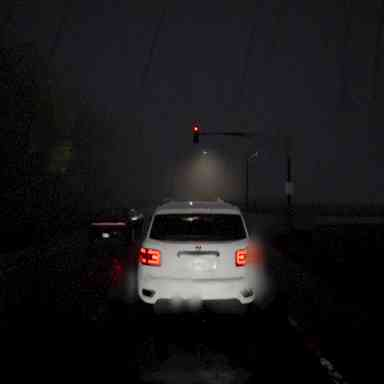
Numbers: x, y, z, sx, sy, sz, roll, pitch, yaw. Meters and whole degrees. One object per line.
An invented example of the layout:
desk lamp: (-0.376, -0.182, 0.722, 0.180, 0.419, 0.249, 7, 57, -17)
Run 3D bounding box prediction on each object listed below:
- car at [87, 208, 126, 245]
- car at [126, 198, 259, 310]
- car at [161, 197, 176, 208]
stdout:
car: (-3.399, 1.483, 15.536, 2.128, 1.511, 4.902, 0, 0, 0)
car: (0.102, 1.217, 7.916, 2.150, 2.045, 5.566, 0, 0, 0)
car: (-3.395, 1.528, 48.753, 1.994, 1.385, 4.181, 0, 0, 0)
